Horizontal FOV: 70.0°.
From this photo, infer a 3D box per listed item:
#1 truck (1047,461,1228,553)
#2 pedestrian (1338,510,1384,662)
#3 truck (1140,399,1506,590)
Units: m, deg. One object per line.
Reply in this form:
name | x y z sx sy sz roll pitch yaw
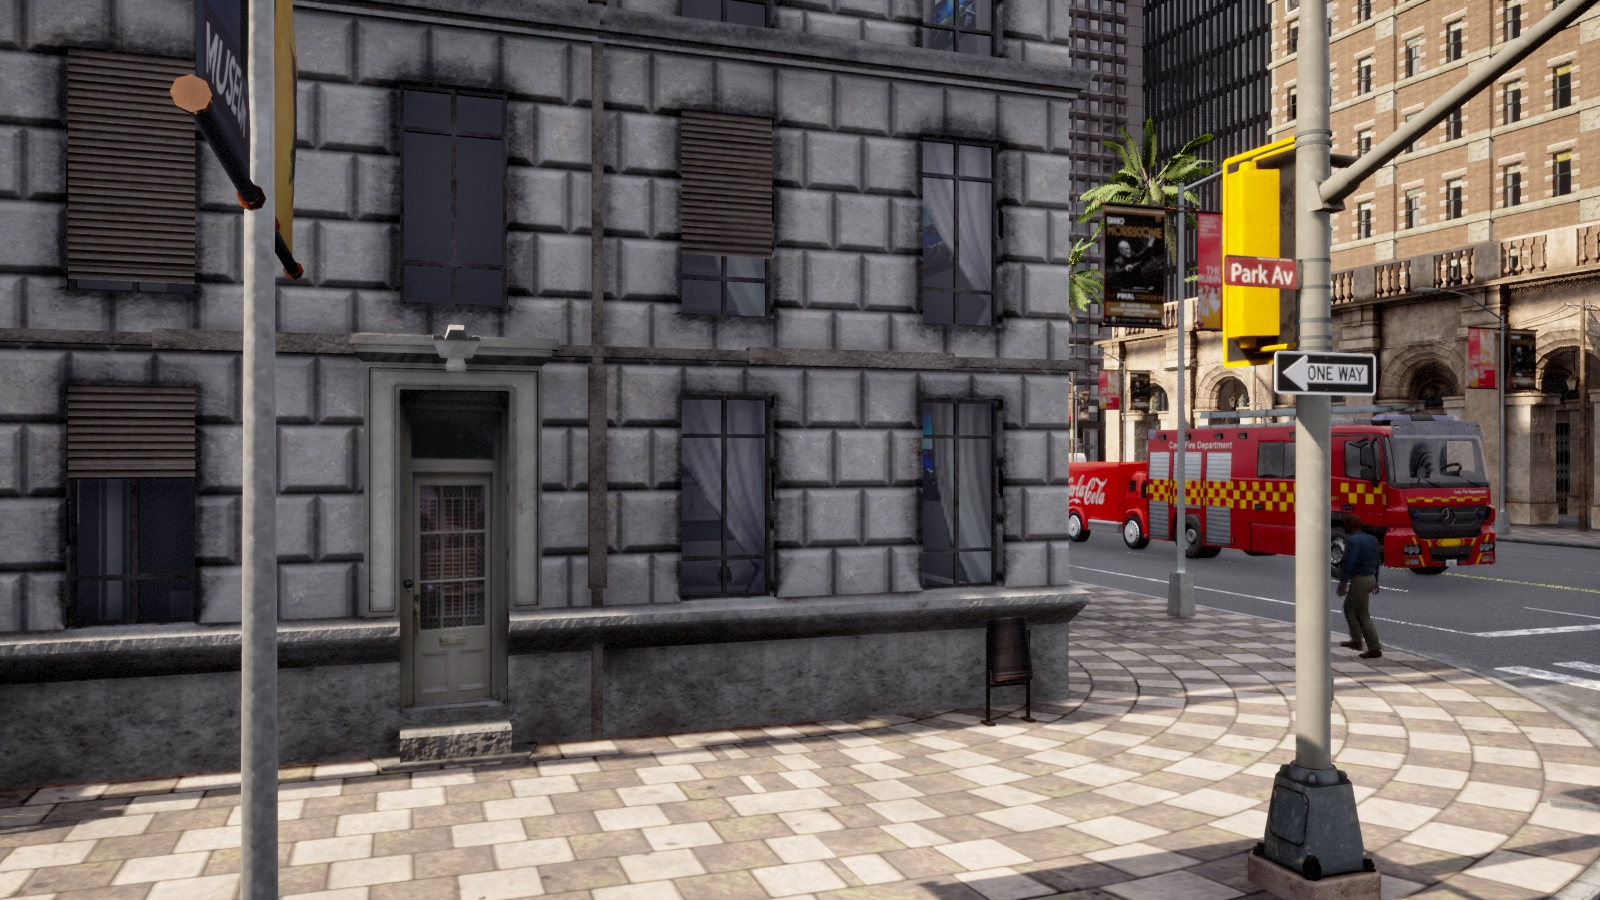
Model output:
truck | 9.884 1.568 34.016 2.627 2.467 5.204 0 0 -19
pedestrian | 7.085 1.699 14.429 0.375 1.860 0.375 0 0 -32
truck | 11.966 0.892 27.385 2.891 3.827 8.468 0 0 -19
